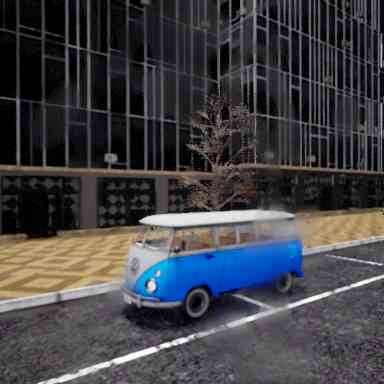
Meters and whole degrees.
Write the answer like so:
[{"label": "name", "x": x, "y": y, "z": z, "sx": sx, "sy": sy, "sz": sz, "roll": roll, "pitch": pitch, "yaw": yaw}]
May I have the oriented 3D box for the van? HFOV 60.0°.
[{"label": "van", "x": 0.591, "y": 1.314, "z": 6.981, "sx": 3.998, "sy": 1.788, "sz": 1.690, "roll": 0, "pitch": 0, "yaw": -36}]
